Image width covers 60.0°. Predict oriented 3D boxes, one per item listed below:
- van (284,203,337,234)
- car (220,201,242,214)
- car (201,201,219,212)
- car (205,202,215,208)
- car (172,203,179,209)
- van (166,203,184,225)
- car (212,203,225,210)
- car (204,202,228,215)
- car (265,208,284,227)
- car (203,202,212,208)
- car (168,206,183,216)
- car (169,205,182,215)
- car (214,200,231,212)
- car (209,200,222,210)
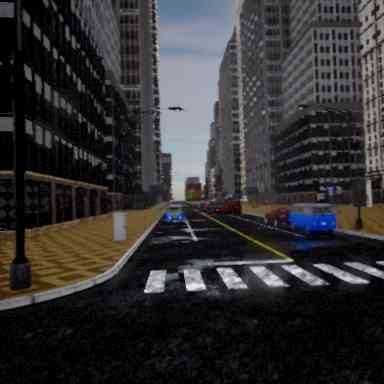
[{"bbox_3d":[7.418,1.598,20.794,1.690,1.788,3.998,-1,-1,-3],"label":"van"},{"bbox_3d":[5.962,2.217,48.441,2.192,1.841,5.009,-1,-1,-3],"label":"car"},{"bbox_3d":[2.819,2.689,57.757,2.128,1.511,4.902,-2,-1,-3],"label":"car"},{"bbox_3d":[4.358,3.218,81.624,2.008,1.369,4.403,-1,-1,-3],"label":"car"},{"bbox_3d":[-4.276,3.616,86.743,1.802,1.307,4.206,-1,-1,-3],"label":"car"},{"bbox_3d":[-1.599,2.098,31.435,1.690,1.788,3.998,-1,-1,-3],"label":"van"},{"bbox_3d":[5.164,2.851,65.030,1.947,1.339,4.313,-1,-1,-3],"label":"car"},{"bbox_3d":[3.328,2.503,47.287,2.033,1.411,5.357,-2,-1,-3],"label":"car"},{"bbox_3d":[7.065,1.933,26.315,1.887,1.381,4.507,-1,-1,-3],"label":"car"},{"bbox_3d":[4.081,3.324,87.326,1.752,1.417,4.829,-1,-1,-3],"label":"car"},{"bbox_3d":[-2.398,2.708,48.023,1.947,1.339,4.313,-1,-1,-3],"label":"car"},{"bbox_3d":[-2.667,2.820,53.554,2.008,1.369,4.403,-1,-1,-3],"label":"car"},{"bbox_3d":[5.425,2.472,59.504,2.192,1.841,5.009,-1,-1,-3],"label":"car"},{"bbox_3d":[4.889,2.727,70.567,2.192,1.841,5.009,-1,-1,-3],"label":"car"}]
